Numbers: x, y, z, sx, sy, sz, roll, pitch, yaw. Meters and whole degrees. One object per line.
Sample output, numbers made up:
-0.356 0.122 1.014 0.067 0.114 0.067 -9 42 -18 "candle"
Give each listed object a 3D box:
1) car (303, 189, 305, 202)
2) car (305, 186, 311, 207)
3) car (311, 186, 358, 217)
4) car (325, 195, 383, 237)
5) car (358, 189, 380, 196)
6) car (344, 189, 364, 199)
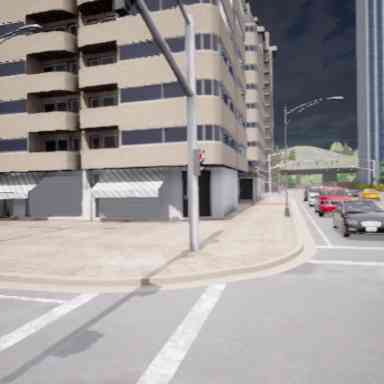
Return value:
16.190 0.245 44.840 2.150 2.045 5.566 -1 1 16 "car"
13.219 0.459 34.576 2.150 2.045 5.566 -1 1 17 "car"
10.293 0.669 24.519 2.150 2.045 5.566 -1 1 16 "car"
7.665 1.130 15.322 2.128 1.511 4.902 -1 1 16 "car"
23.324 0.362 43.945 1.882 1.535 5.008 -1 1 16 "car"
25.947 0.235 53.498 2.033 1.411 5.357 -1 1 16 "car"
